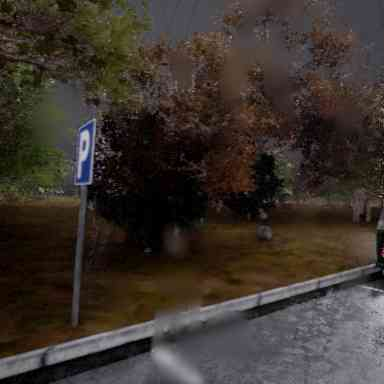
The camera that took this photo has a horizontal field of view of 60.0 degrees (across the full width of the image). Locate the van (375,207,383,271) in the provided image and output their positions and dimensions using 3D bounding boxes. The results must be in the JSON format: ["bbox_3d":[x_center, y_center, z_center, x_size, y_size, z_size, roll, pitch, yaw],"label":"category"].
[{"bbox_3d":[6.921,1.249,8.973,4.442,1.987,1.878,0,1,-33],"label":"van"}]
